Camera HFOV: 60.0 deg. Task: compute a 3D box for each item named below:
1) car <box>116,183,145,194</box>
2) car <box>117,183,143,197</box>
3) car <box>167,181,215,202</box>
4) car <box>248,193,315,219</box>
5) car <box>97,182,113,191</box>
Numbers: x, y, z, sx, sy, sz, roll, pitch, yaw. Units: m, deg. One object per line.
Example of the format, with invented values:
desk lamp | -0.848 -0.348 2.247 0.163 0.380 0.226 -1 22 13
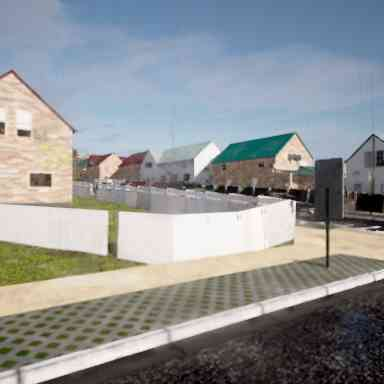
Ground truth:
car | -8.922 -0.530 47.734 2.033 1.411 5.357 0 2 -34
car | -7.483 -0.275 40.571 1.837 1.490 4.892 0 4 -35
car | -0.252 0.053 30.086 2.150 2.045 5.566 0 2 -35
car | 5.734 0.837 21.420 1.837 1.490 4.892 0 3 -35
car | -14.440 -1.009 55.631 1.812 1.442 4.674 0 3 -35
